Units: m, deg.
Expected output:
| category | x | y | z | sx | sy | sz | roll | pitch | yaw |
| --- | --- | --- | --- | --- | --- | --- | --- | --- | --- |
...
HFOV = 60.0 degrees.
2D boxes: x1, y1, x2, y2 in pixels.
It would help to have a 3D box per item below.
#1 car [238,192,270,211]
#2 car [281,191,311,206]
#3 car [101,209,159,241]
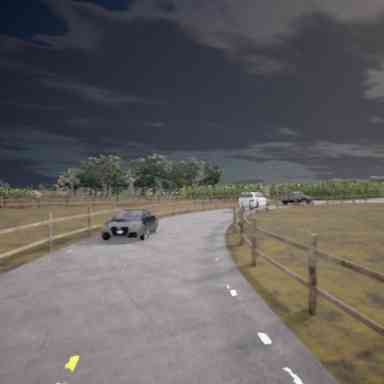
| category | x | y | z | sx | sy | sz | roll | pitch | yaw |
| --- | --- | --- | --- | --- | --- | --- | --- | --- | --- |
| car | 7.193 | 1.057 | 38.442 | 2.150 | 2.045 | 5.566 | -2 | 0 | 32 |
| car | 15.322 | 0.940 | 48.993 | 5.566 | 2.045 | 2.150 | -1 | -1 | -42 |
| car | -2.937 | 1.546 | 16.468 | 1.994 | 1.385 | 4.181 | -1 | 0 | 6 |
